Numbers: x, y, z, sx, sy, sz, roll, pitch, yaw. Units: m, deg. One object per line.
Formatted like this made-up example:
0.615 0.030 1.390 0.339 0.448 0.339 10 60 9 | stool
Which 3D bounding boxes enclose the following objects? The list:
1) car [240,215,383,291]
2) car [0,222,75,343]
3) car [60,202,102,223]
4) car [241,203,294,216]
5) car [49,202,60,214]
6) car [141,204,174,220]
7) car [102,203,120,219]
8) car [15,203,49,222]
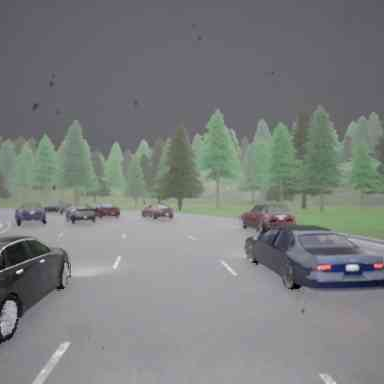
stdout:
2.997 1.625 9.318 2.033 1.411 5.357 0 -1 -7 | car
-3.840 1.581 6.483 1.837 1.490 4.892 0 -1 -4 | car
-9.454 1.792 27.967 2.128 1.511 4.902 0 -1 -29 | car
4.579 1.528 20.694 2.097 1.767 4.553 0 -1 -11 | car
-16.309 1.944 41.194 4.902 1.511 2.128 -1 -1 38 | car
-3.345 1.838 31.753 1.812 1.442 4.674 1 -1 -29 | car
-8.816 1.824 33.139 1.882 1.535 5.008 0 -1 -35 | car
-13.538 1.666 27.752 2.097 1.767 4.553 0 -1 -30 | car
